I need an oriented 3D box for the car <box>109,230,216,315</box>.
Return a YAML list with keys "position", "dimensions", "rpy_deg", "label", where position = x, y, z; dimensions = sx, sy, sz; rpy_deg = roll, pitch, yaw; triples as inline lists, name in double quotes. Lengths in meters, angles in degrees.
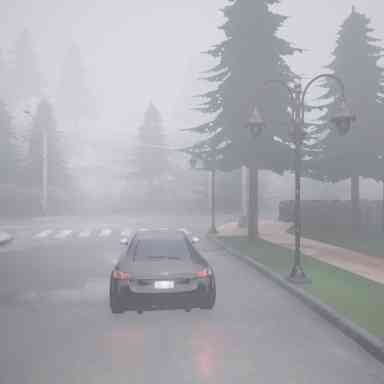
- position: [-0.725, 1.564, 7.709]
  dimensions: [1.994, 1.385, 4.181]
  rpy_deg: [0, 0, -7]
  label: "car"
